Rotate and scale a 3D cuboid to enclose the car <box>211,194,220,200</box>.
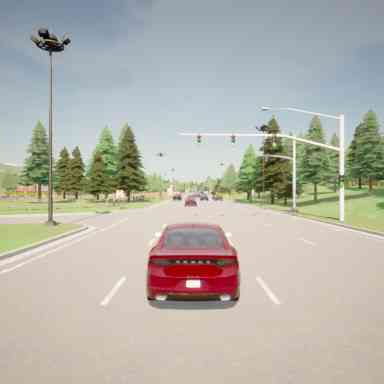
[{"bbox_3d":[6.654,1.372,94.038,2.033,1.411,5.357,0,0,0],"label":"car"}]

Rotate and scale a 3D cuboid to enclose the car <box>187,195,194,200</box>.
[{"bbox_3d":[-0.346,1.427,94.042,1.895,1.301,4.718,0,0,0],"label":"car"}]

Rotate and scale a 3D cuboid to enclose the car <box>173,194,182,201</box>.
[{"bbox_3d":[-3.807,1.469,83.579,1.882,1.535,5.008,0,0,0],"label":"car"}]

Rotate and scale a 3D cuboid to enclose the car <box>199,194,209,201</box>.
[{"bbox_3d":[3.191,1.516,84.022,1.812,1.442,4.674,0,0,0],"label":"car"}]

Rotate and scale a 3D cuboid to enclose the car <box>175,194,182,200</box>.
[{"bbox_3d":[-3.846,1.310,93.999,1.882,1.535,5.008,0,0,0],"label":"car"}]

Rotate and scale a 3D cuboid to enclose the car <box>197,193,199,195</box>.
[{"bbox_3d":[3.154,1.357,94.025,2.128,1.511,4.902,0,0,0],"label":"car"}]

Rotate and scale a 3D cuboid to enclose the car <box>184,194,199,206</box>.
[{"bbox_3d":[-0.194,1.525,52.979,1.812,1.442,4.674,0,0,0],"label":"car"}]

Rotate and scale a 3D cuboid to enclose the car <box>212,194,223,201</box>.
[{"bbox_3d":[6.693,1.516,83.618,2.128,1.511,4.902,0,0,0],"label":"car"}]

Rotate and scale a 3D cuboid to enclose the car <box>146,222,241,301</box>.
[{"bbox_3d":[0.032,1.478,8.377,1.882,1.535,5.008,0,0,0],"label":"car"}]
